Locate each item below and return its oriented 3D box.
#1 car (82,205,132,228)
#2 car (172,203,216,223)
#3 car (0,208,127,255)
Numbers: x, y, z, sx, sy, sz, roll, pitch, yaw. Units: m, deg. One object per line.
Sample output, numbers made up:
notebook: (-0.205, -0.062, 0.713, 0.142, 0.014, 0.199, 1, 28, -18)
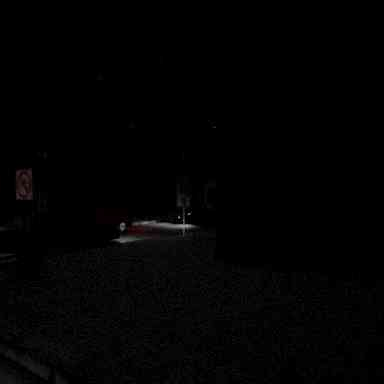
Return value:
car: (-5.468, 1.515, 17.905, 1.882, 1.535, 5.008, 0, 0, 35)
car: (0.418, 1.582, 26.159, 1.812, 1.442, 4.674, 0, 0, 36)
car: (-5.342, 1.566, 12.983, 2.033, 1.411, 5.357, 0, 0, 35)
